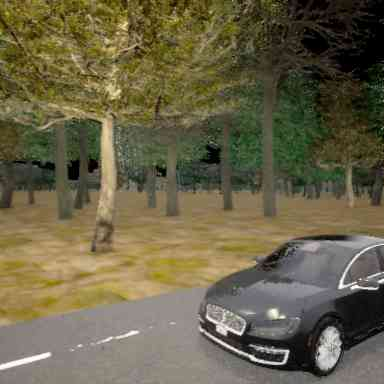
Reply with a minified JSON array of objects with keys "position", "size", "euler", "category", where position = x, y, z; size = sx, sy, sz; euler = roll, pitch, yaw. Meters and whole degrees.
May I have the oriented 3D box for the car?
[{"position":[2.357,1.532,5.671],"size":[4.892,1.490,1.837],"euler":[0,0,-35],"category":"car"}]
